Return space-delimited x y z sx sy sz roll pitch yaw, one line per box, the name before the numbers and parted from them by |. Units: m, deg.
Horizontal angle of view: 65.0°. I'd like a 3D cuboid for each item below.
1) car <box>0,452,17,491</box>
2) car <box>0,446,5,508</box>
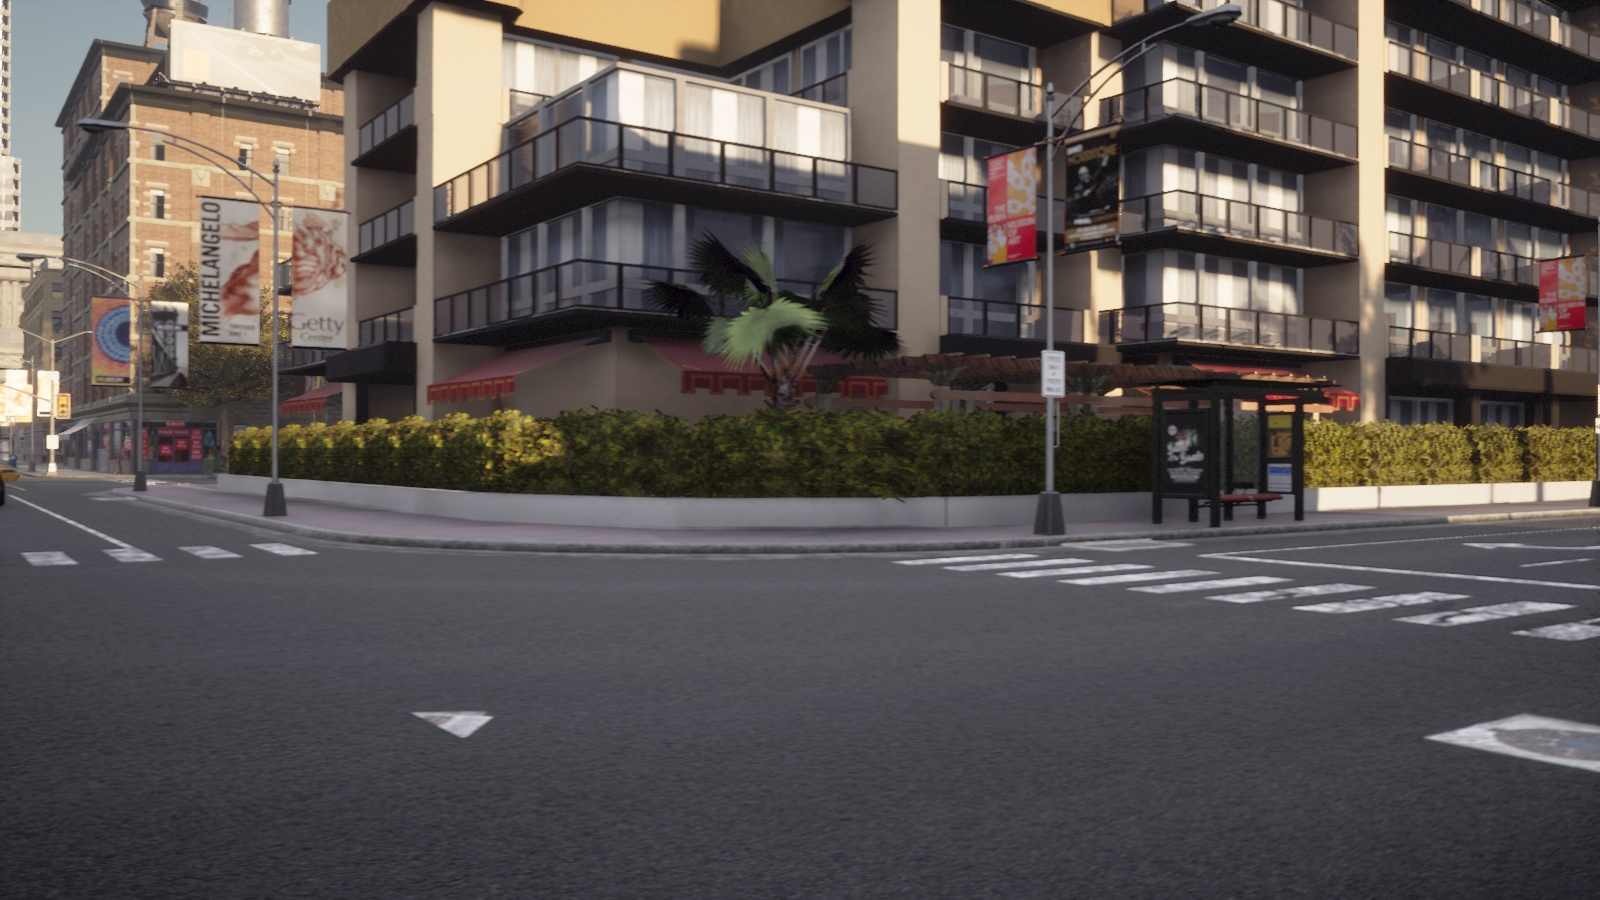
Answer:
car | -34.740 0.881 50.539 5.366 1.575 1.801 0 0 -36
car | -23.448 0.724 34.743 2.242 1.667 4.611 0 0 -35
